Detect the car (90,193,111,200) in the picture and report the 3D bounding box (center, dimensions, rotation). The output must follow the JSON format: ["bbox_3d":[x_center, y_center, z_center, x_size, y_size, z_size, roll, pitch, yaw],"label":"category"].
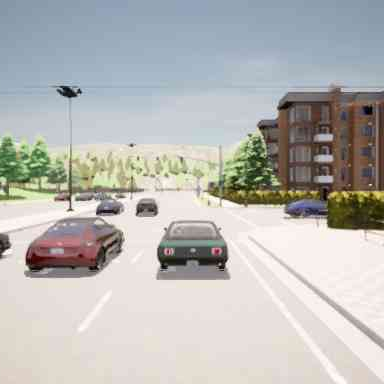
[{"bbox_3d":[-16.700,1.048,61.416,1.837,1.490,4.892,0,1,0],"label":"car"}]

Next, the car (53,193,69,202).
[{"bbox_3d":[-23.691,1.034,61.023,1.882,1.535,5.008,0,1,0],"label":"car"}]

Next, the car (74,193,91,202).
[{"bbox_3d":[-20.197,1.112,61.365,1.994,1.385,4.181,0,0,0],"label":"car"}]

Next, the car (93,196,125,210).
[{"bbox_3d":[-7.539,1.333,30.916,1.994,1.385,4.181,0,0,-3],"label":"car"}]

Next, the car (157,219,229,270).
[{"bbox_3d":[0.017,1.517,10.675,1.895,1.301,4.718,0,0,0],"label":"car"}]

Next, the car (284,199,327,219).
[{"bbox_3d":[9.528,1.313,25.906,4.674,1.442,1.812,0,0,-4],"label":"car"}]

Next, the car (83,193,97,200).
[{"bbox_3d":[-23.779,0.954,77.358,1.812,1.442,4.674,0,0,0],"label":"car"}]

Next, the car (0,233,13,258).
[{"bbox_3d":[-6.973,1.487,8.739,2.033,1.411,5.357,0,0,0],"label":"car"}]

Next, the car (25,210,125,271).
[{"bbox_3d":[-3.486,1.485,10.607,1.994,1.385,4.181,0,0,0],"label":"car"}]

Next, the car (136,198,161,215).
[{"bbox_3d":[-4.009,1.274,30.397,1.837,1.490,4.892,0,1,-2],"label":"car"}]

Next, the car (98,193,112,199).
[{"bbox_3d":[-20.281,1.019,77.611,1.895,1.301,4.718,0,0,0],"label":"car"}]

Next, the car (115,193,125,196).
[{"bbox_3d":[-16.781,0.943,77.688,1.812,1.442,4.674,0,0,0],"label":"car"}]
